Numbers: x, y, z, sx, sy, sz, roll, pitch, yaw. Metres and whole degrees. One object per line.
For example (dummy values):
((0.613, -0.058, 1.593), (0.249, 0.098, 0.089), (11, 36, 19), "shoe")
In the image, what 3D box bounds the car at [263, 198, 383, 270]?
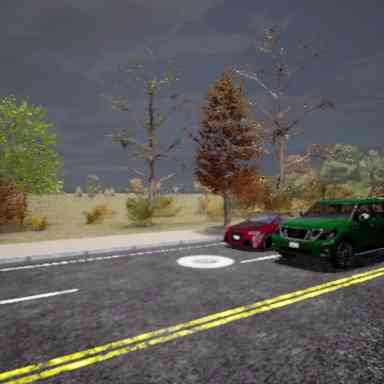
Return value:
((5.258, 1.237, 11.506), (5.566, 2.045, 2.150), (0, 0, -36), "car")

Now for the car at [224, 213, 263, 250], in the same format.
((3.351, 1.580, 14.139), (4.181, 1.385, 1.994), (0, 0, -36), "car")
